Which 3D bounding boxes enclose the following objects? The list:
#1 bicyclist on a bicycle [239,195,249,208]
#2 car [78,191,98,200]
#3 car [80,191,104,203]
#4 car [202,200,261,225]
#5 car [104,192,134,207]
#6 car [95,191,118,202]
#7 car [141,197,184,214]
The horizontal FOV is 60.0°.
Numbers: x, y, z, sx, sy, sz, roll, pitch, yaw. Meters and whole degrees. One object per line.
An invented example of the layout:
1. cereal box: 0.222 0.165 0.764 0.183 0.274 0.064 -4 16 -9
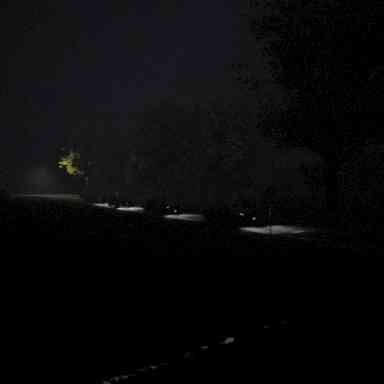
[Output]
1. bicyclist on a bicycle: 4.505 1.117 29.770 1.656 1.620 0.582 0 1 -33
2. car: -18.894 0.546 60.157 2.128 1.511 4.902 0 1 -33
3. car: -13.771 0.777 46.995 2.128 1.511 4.902 0 1 -32
4. car: 2.469 1.285 21.940 1.812 1.442 4.674 0 1 -33
5. car: -8.240 1.013 38.420 1.994 1.385 4.181 0 1 -33
6. car: -13.261 0.700 51.524 1.882 1.535 5.008 0 1 -33
7. car: -2.821 1.155 30.075 2.033 1.411 5.357 0 1 -33
